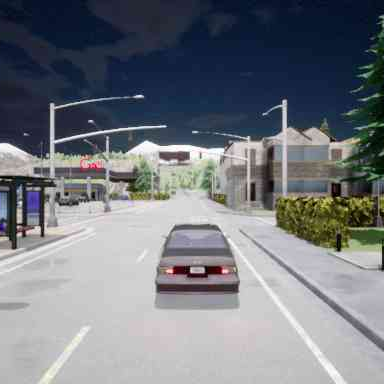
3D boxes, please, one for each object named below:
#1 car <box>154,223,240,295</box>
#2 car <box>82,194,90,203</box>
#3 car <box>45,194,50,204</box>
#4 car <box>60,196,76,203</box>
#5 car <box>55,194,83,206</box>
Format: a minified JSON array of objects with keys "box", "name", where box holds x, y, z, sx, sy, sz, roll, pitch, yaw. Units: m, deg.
[{"box":[0.107,1.547,8.895,2.033,1.411,5.357,0,0,0],"name":"car"},{"box":[-22.571,1.267,68.977,1.905,1.878,3.866,0,0,0],"name":"car"},{"box":[-25.842,1.287,61.103,1.932,1.855,4.605,0,0,0],"name":"car"},{"box":[-25.896,1.551,69.582,1.970,1.475,3.806,0,0,0],"name":"car"},{"box":[-18.882,1.488,51.105,2.007,1.523,4.514,0,0,0],"name":"car"}]
